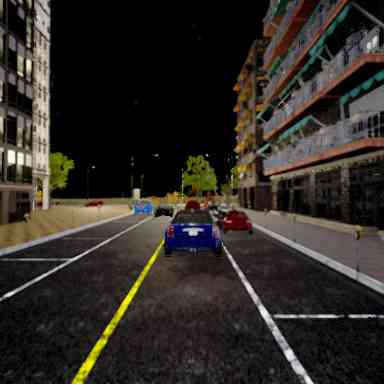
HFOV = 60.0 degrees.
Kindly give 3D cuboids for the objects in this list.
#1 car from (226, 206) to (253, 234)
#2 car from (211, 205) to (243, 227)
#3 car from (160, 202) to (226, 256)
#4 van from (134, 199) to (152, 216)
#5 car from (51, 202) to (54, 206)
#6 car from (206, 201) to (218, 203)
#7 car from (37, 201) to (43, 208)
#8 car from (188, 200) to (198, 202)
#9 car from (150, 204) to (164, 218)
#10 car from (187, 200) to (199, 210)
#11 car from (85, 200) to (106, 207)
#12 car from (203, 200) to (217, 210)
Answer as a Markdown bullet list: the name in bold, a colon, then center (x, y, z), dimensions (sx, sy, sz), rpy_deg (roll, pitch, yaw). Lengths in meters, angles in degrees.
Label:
- **car**: center (2.574, 1.758, 19.977), dimensions (1.802, 1.307, 4.206), rpy_deg (0, 0, 0)
- **car**: center (2.576, 1.775, 25.504), dimensions (2.008, 1.369, 4.403), rpy_deg (0, 0, 0)
- **car**: center (0.030, 1.473, 13.729), dimensions (2.097, 1.767, 4.553), rpy_deg (0, -1, 0)
- **van**: center (-5.331, 1.662, 36.612), dimensions (1.690, 1.788, 3.998), rpy_deg (0, 0, 0)
- **car**: center (-31.647, 2.572, 70.688), dimensions (4.206, 1.307, 1.802), rpy_deg (-1, 0, 0)
- **car**: center (2.679, 1.918, 42.081), dimensions (2.008, 1.369, 4.403), rpy_deg (0, 0, 0)
- **car**: center (-31.422, 2.208, 62.623), dimensions (5.009, 1.841, 2.192), rpy_deg (-1, 0, 0)
- **car**: center (0.113, 1.828, 40.078), dimensions (1.882, 1.535, 5.008), rpy_deg (0, 0, 0)
- **car**: center (-2.739, 1.948, 33.639), dimensions (1.895, 1.301, 4.718), rpy_deg (0, 0, 0)
- **car**: center (0.120, 1.972, 51.203), dimensions (1.812, 1.442, 4.674), rpy_deg (0, 0, -2)
- **car**: center (-20.564, 2.440, 70.821), dimensions (4.206, 1.307, 1.802), rpy_deg (-1, 0, 0)
- **car**: center (2.714, 1.981, 50.010), dimensions (1.887, 1.381, 4.507), rpy_deg (0, 0, 0)
